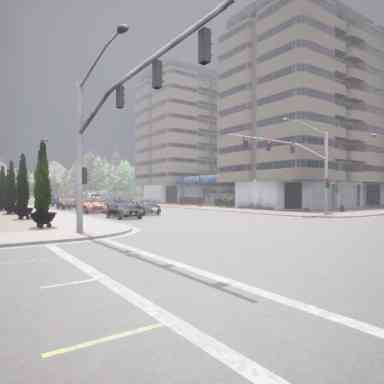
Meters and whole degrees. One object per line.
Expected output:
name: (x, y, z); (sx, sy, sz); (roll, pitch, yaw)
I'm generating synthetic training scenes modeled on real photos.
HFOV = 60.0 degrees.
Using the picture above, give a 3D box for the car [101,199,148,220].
car: (-5.811, 1.564, 28.252); (1.994, 1.385, 4.181); (0, 0, -35)

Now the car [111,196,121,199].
car: (-10.078, 1.505, 40.532); (1.837, 1.490, 4.892); (0, 0, -35)

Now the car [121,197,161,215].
car: (-4.834, 1.492, 32.975); (2.128, 1.511, 4.902); (0, 0, -35)

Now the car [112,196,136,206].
car: (-11.189, 1.489, 54.745); (2.128, 1.511, 4.902); (0, 0, -35)

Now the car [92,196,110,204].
car: (-17.472, 1.505, 63.783); (1.837, 1.490, 4.892); (0, 0, -34)

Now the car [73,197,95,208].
car: (-15.964, 1.505, 49.028); (1.837, 1.490, 4.892); (0, 0, -34)

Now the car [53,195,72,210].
car: (-16.405, 1.526, 43.520); (1.812, 1.442, 4.674); (0, 0, -35)

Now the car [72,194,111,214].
car: (-10.767, 1.352, 35.386); (2.097, 1.767, 4.553); (0, 0, -35)
